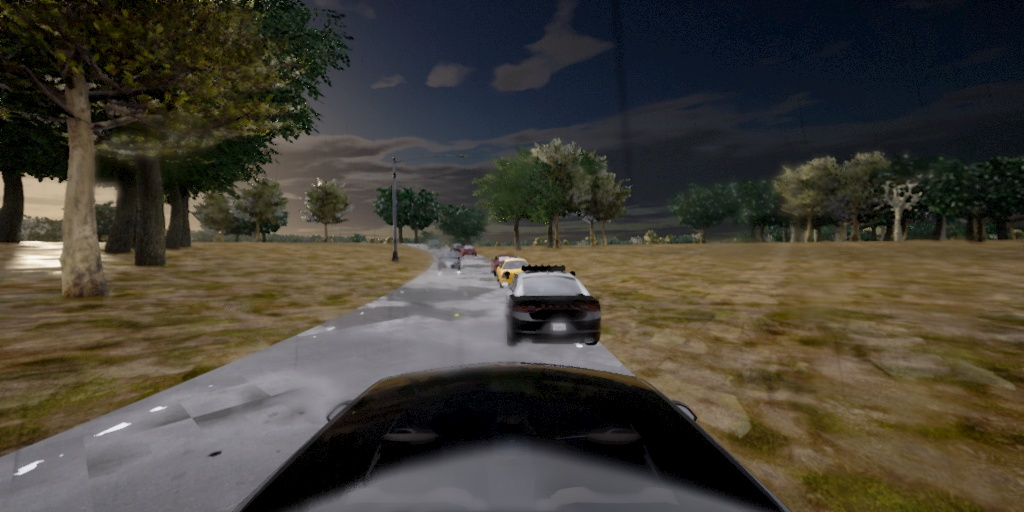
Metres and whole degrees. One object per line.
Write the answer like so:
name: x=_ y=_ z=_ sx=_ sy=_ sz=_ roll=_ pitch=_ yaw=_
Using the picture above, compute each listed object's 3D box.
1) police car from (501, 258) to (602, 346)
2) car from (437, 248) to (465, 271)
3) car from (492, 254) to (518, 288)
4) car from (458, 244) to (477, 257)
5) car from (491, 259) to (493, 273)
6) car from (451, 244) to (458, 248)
police car: x=0.776 y=1.037 z=9.139 sx=1.930 sy=1.638 sz=5.238 roll=0 pitch=1 yaw=-2
car: x=-5.263 y=0.385 z=30.393 sx=2.128 sy=1.511 sz=4.902 roll=0 pitch=3 yaw=-8
car: x=0.119 y=0.767 z=19.299 sx=1.801 sy=1.575 sz=5.366 roll=-2 pitch=3 yaw=-5
car: x=-6.217 y=-0.733 z=51.170 sx=1.882 sy=1.535 sz=5.008 roll=0 pitch=3 yaw=-14
car: x=-0.465 y=0.598 z=25.156 sx=1.812 sy=1.442 sz=4.674 roll=-1 pitch=2 yaw=-7
car: x=-9.663 y=-1.437 z=63.333 sx=1.837 sy=1.490 sz=4.892 roll=-1 pitch=4 yaw=-19
